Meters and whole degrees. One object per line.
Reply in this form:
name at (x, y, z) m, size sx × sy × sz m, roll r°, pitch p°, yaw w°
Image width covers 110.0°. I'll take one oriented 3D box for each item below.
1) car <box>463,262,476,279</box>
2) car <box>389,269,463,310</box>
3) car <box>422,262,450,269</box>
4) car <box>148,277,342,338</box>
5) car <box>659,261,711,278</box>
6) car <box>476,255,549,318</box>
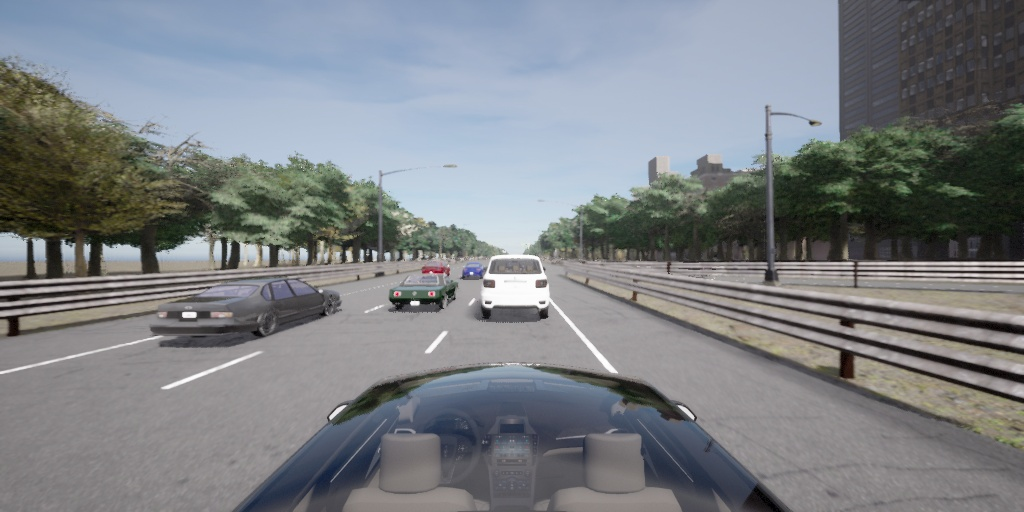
car at (-3.406, 1.291, 32.573) m, size 1.812 × 1.442 × 4.674 m, roll 0°, pitch 0°, yaw 0°
car at (-3.402, 1.372, 14.822) m, size 1.895 × 1.301 × 4.718 m, roll 0°, pitch 0°, yaw 0°
car at (-6.902, 1.242, 33.008) m, size 1.882 × 1.535 × 5.008 m, roll 0°, pitch 0°, yaw 0°
car at (-6.904, 1.311, 10.182) m, size 2.033 × 1.411 × 5.357 m, roll 0°, pitch 0°, yaw 0°
car at (15.136, 1.170, 31.512) m, size 1.812 × 1.442 × 4.674 m, roll 0°, pitch -1°, yaw -27°
car at (0.098, 0.990, 13.219) m, size 2.150 × 2.045 × 5.566 m, roll 0°, pitch 0°, yaw 0°
